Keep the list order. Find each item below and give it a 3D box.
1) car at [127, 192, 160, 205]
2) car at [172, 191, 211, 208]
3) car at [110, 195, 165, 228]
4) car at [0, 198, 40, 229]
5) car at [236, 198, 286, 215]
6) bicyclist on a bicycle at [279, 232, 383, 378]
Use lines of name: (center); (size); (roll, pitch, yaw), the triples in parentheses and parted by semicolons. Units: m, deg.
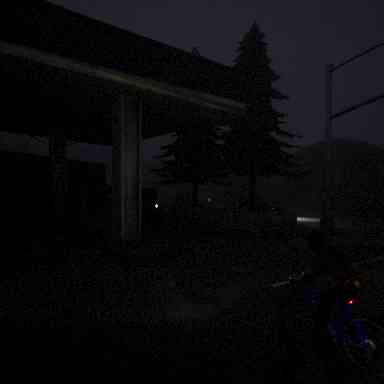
car: (-6.233, 0.729, 42.242); (2.033, 1.411, 5.357); (-1, 2, -35)
car: (-0.074, 0.762, 33.585); (2.097, 1.767, 4.553); (-1, 2, -36)
car: (-3.254, 1.030, 19.213); (1.905, 1.878, 3.866); (-1, 2, -36)
car: (-10.385, 1.155, 19.388); (2.242, 1.667, 4.611); (-1, 2, -36)
car: (5.358, 1.175, 25.961); (1.994, 1.385, 4.181); (-1, 2, -35)
bicyclist on a bicycle: (1.757, 1.351, 4.257); (0.582, 1.620, 1.656); (-4, 2, -36)
